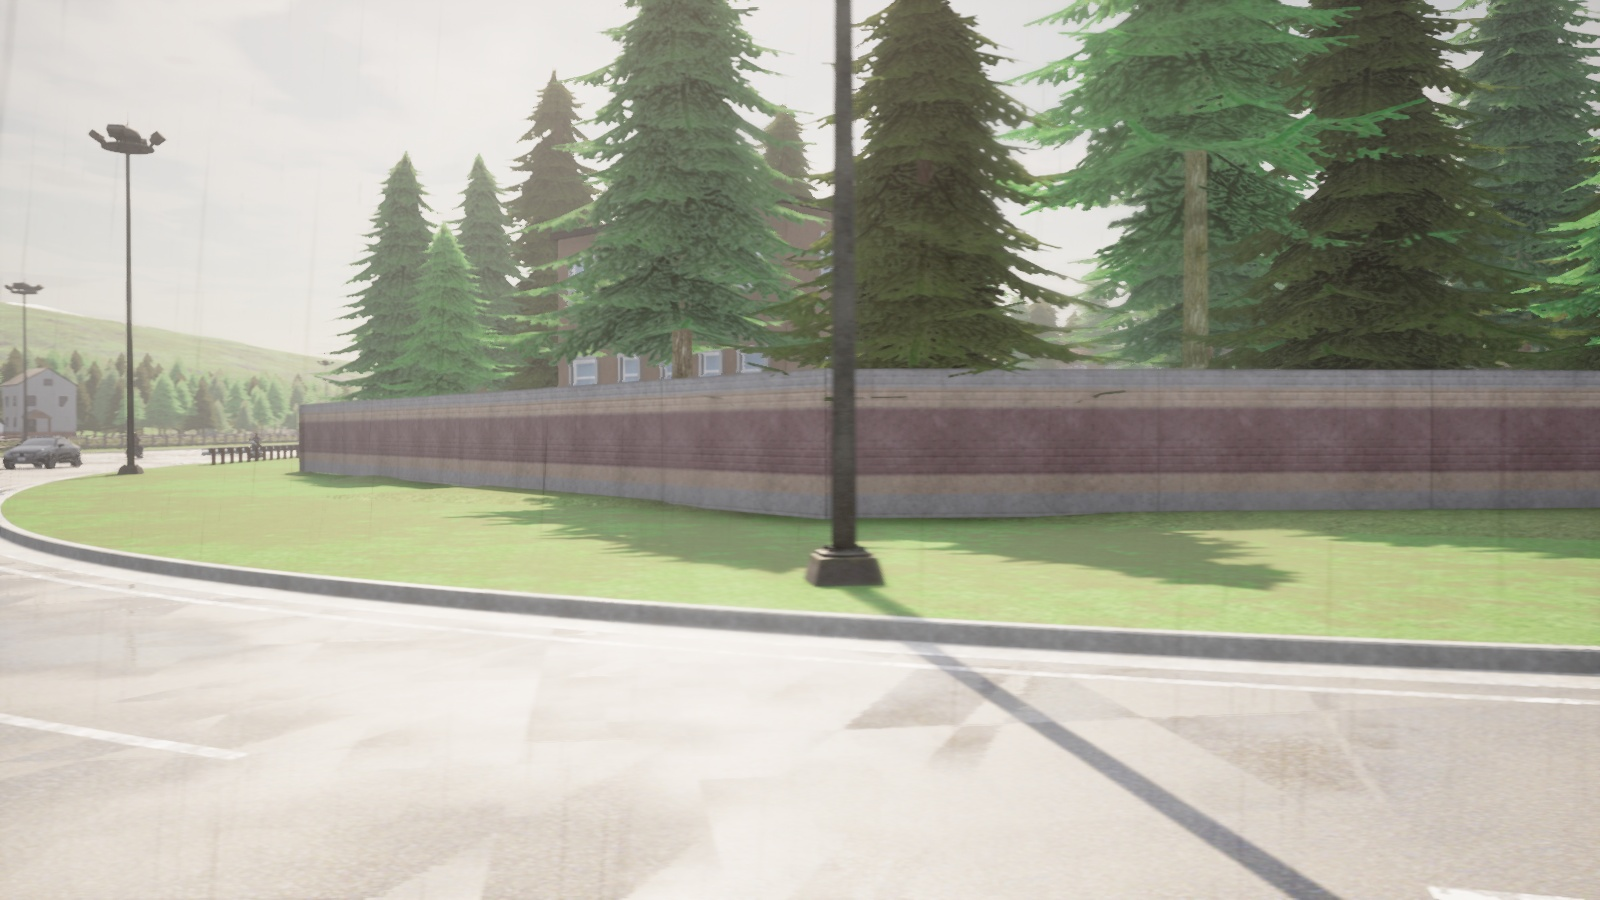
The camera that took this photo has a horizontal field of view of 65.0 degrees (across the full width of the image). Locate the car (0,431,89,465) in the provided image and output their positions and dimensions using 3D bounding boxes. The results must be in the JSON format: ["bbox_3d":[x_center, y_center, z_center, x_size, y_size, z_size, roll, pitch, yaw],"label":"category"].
[{"bbox_3d":[-33.915,-0.134,56.492,1.812,1.442,4.674,0,1,-9],"label":"car"}]
